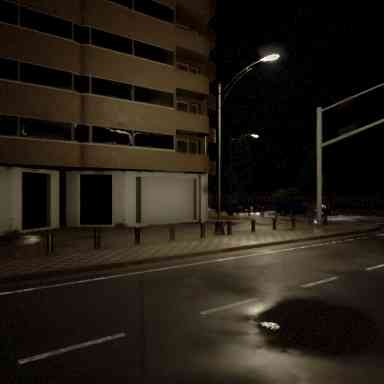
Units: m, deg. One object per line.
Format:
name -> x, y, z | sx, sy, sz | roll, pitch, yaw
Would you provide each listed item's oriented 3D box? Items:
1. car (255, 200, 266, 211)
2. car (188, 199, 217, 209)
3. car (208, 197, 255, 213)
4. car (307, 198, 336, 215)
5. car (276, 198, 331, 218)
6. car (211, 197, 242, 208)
car -> 6.946, 1.560, 41.091 | 1.837, 1.490, 4.892 | 0, 0, -36
car -> 1.472, 1.656, 48.691 | 1.895, 1.301, 4.718 | 0, 0, -36
car -> 4.388, 1.603, 38.653 | 2.033, 1.411, 5.357 | 0, 0, -36
car -> 12.192, 1.407, 33.819 | 2.097, 1.767, 4.553 | 0, 0, -36
car -> 10.013, 1.581, 30.886 | 1.812, 1.442, 4.674 | 0, 0, -37
car -> 5.118, 1.533, 49.930 | 1.882, 1.535, 5.008 | 0, 0, -36
